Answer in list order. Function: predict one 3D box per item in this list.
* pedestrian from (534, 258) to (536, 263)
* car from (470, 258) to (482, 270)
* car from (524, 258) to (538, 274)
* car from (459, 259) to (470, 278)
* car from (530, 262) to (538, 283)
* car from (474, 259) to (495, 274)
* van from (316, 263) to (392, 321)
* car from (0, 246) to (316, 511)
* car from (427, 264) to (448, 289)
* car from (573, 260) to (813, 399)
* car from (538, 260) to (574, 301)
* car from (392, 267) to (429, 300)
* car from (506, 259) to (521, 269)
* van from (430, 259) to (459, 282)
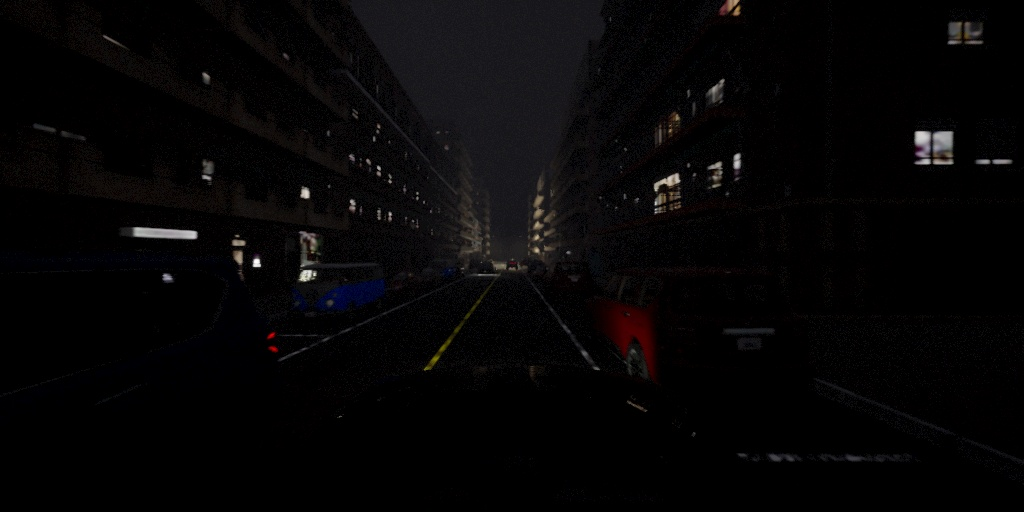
[{"bbox_3d":[3.004,1.187,47.283,0.375,1.860,0.375,-1,1,-5],"label":"pedestrian"},{"bbox_3d":[-5.687,1.241,57.430,2.192,1.841,5.009,0,0,0],"label":"car"},{"bbox_3d":[3.004,1.236,44.488,2.097,1.767,4.553,0,0,0],"label":"car"},{"bbox_3d":[-5.699,1.166,34.774,2.192,1.841,5.009,0,0,0],"label":"car"},{"bbox_3d":[2.691,1.416,29.079,1.802,1.307,4.207,0,0,0],"label":"car"},{"bbox_3d":[-3.084,1.429,43.792,2.033,1.411,5.357,0,0,0],"label":"car"},{"bbox_3d":[-5.658,1.121,12.119,1.690,1.789,3.998,0,0,0],"label":"van"},{"bbox_3d":[-3.100,0.968,0.878,2.150,2.045,5.566,0,0,0],"label":"car"},{"bbox_3d":[-5.660,1.398,23.446,1.802,1.307,4.207,0,0,0],"label":"car"},{"bbox_3d":[2.689,1.079,6.423,2.192,1.841,5.009,0,0,0],"label":"car"},{"bbox_3d":[2.690,1.113,17.752,2.192,1.841,5.009,0,0,0],"label":"car"},{"bbox_3d":[-5.658,1.380,17.783,1.802,1.307,4.207,0,0,0],"label":"car"},{"bbox_3d":[0.018,1.436,60.808,2.128,1.511,4.902,0,0,0],"label":"car"},{"bbox_3d":[-5.672,1.174,29.111,1.690,1.789,3.998,0,0,0],"label":"van"}]
